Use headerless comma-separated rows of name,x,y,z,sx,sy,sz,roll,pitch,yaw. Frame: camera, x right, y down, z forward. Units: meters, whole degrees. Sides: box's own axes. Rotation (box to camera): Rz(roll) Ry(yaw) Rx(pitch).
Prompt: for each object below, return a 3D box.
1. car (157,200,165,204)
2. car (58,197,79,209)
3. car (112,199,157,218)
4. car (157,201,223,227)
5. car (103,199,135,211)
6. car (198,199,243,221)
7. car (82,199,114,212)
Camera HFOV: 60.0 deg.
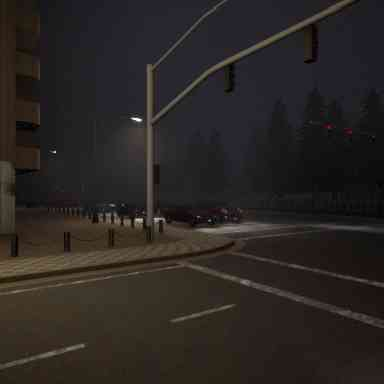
car,-3.316,1.547,33.749,2.128,1.511,4.902,0,0,-36
car,-17.940,1.533,48.155,1.882,1.535,5.008,0,0,-35
car,-5.378,1.619,30.617,1.994,1.385,4.181,0,0,-36
car,-0.262,1.581,23.547,1.812,1.442,4.674,0,0,-37
car,-9.362,1.603,42.156,2.033,1.411,5.357,0,0,-35
car,1.919,1.407,26.478,2.097,1.767,4.553,0,0,-36
car,-11.119,1.656,38.602,1.895,1.301,4.718,0,0,-36
